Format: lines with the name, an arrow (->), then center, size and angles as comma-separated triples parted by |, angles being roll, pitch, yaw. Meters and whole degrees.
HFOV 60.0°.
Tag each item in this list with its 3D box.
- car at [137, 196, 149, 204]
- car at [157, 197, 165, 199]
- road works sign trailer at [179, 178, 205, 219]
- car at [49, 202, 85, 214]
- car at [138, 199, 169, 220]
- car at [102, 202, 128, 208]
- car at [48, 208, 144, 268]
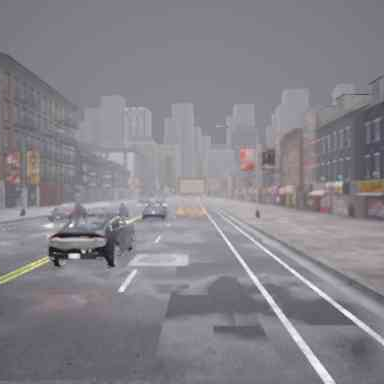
car -> -9.742, 1.582, 67.347 | 2.097, 1.767, 4.553 | 0, 0, 0
car -> -6.490, 1.707, 69.006 | 2.128, 1.511, 4.902 | 0, 0, 0
road works sign trailer -> 0.005, 0.526, 29.741 | 2.380, 3.560, 2.880 | 0, 0, 0
car -> -9.842, 1.578, 26.683 | 1.812, 1.442, 4.674 | 0, 0, 0
car -> -3.147, 1.623, 29.100 | 1.994, 1.385, 4.181 | 0, 0, 0
car -> -6.591, 1.583, 28.400 | 1.812, 1.442, 4.674 | 0, 0, 0
car -> -3.150, 1.507, 11.326 | 2.128, 1.511, 4.902 | 0, 0, 0
